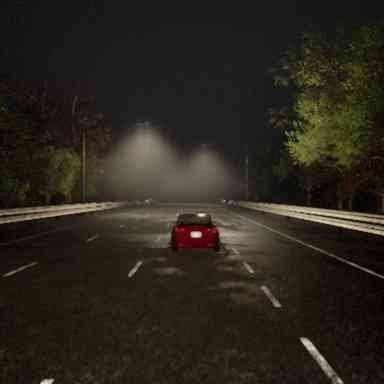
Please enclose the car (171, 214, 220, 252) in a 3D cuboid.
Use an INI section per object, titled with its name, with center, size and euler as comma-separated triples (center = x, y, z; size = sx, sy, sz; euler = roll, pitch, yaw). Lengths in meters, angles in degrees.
[car]
center = 0.116, 1.671, 14.808
size = 2.163, 1.488, 4.792
euler = 0, -1, -1
